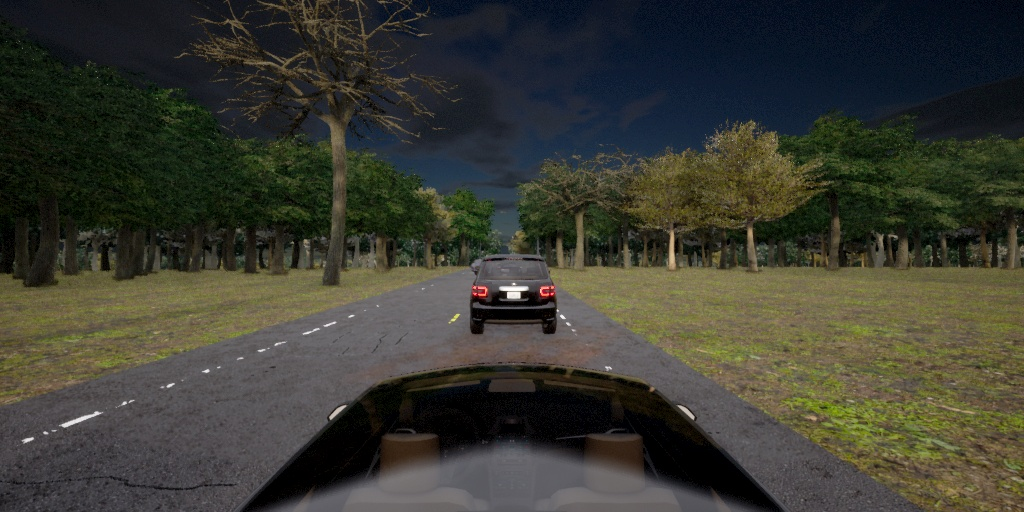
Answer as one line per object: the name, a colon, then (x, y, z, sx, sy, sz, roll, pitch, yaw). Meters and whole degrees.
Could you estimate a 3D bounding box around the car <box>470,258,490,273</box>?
car: (-4.005, 1.138, 45.502, 2.097, 1.767, 4.553, 0, 0, 0)

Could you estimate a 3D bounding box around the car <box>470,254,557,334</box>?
car: (0.016, 0.976, 10.748, 2.150, 2.045, 5.566, 0, 0, -1)
